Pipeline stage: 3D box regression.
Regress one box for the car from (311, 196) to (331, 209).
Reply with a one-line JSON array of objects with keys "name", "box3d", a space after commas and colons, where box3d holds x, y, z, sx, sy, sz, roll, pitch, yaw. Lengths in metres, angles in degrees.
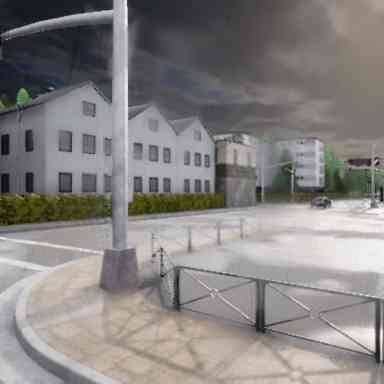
[{"name": "car", "box3d": [16.584, 1.305, 42.666, 2.128, 1.511, 4.902, 0, 0, 32]}]
